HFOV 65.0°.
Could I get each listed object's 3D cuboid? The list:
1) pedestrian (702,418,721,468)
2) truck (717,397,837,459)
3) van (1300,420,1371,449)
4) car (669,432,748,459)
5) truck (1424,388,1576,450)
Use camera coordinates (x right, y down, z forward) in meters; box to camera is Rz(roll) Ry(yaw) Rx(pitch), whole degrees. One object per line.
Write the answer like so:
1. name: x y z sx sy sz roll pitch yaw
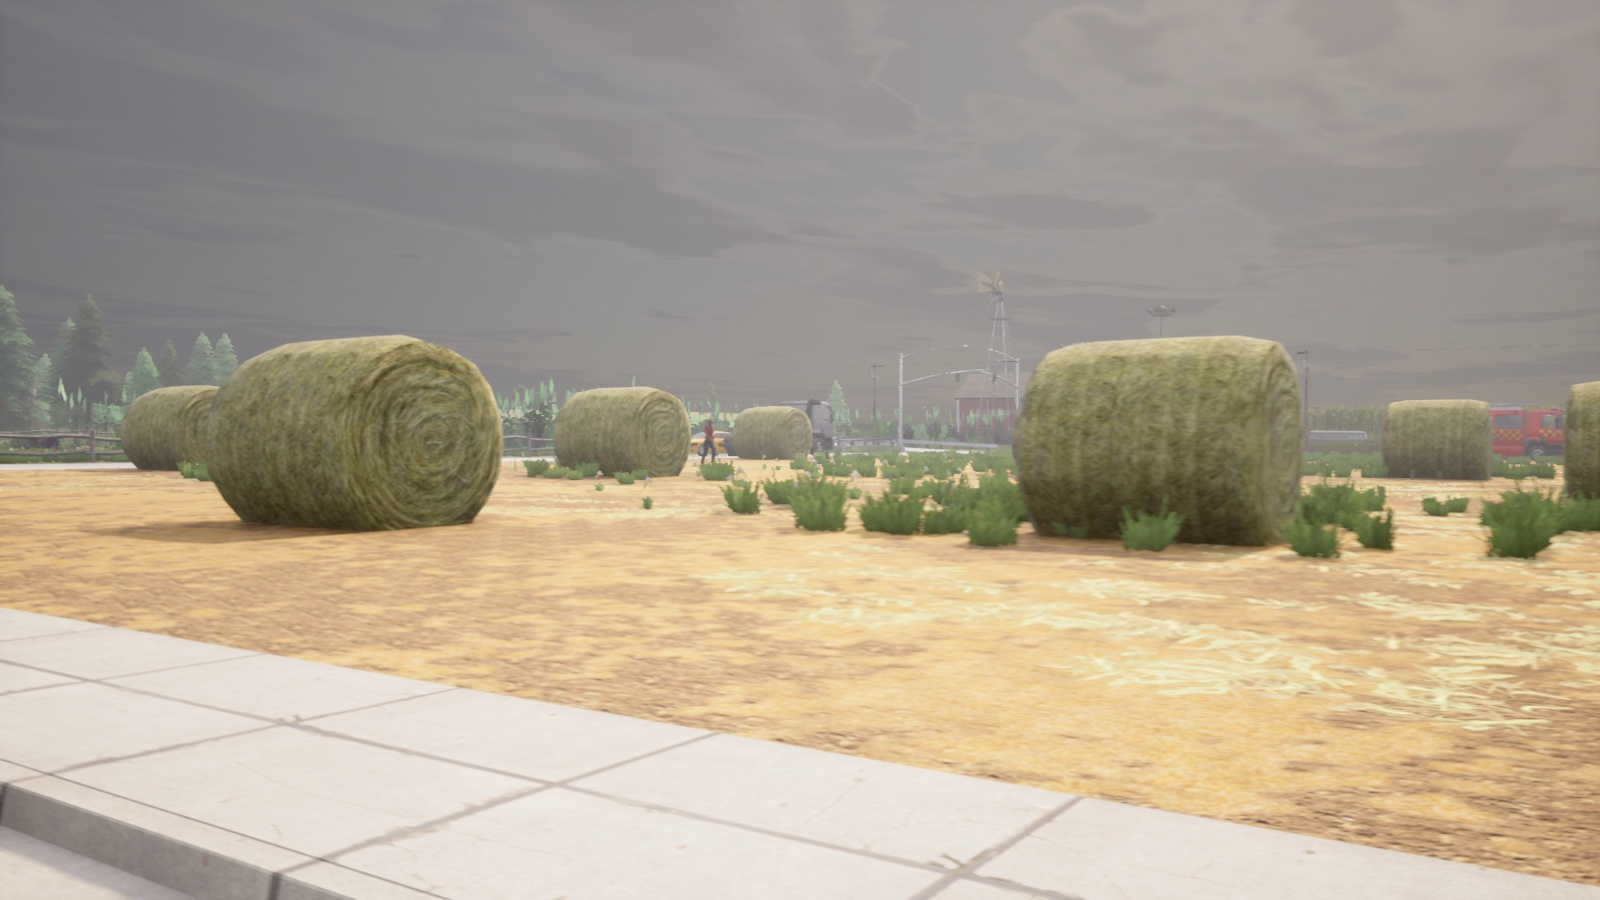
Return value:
1. pedestrian: -3.316 -0.260 46.857 0.636 1.846 0.331 0 1 40
2. truck: -1.249 -1.291 74.267 2.891 3.462 7.936 0 1 36
3. van: 38.579 -1.106 90.454 4.442 1.987 1.775 0 1 33
4. car: -5.393 -0.298 74.541 1.882 1.535 5.008 0 1 36
5. truck: 45.477 -1.966 81.698 8.468 3.827 2.891 0 1 33
